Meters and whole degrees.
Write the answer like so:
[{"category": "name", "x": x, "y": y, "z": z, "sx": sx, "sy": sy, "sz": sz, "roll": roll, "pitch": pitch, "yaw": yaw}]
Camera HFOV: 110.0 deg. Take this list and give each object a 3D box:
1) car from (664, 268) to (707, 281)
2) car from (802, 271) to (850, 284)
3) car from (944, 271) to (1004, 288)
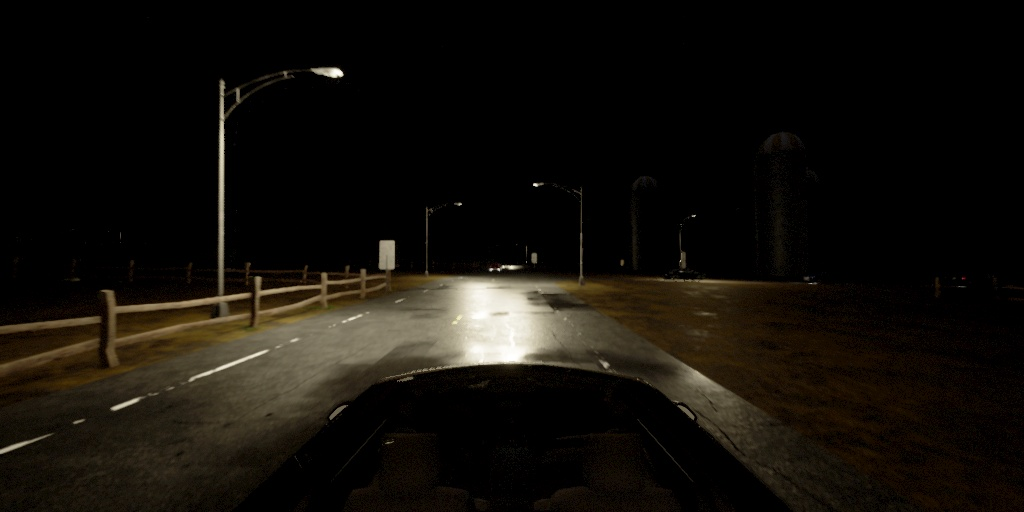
[{"category": "car", "x": 18.621, "y": 2.009, "z": 38.607, "sx": 4.181, "sy": 1.385, "sz": 1.994, "roll": 1, "pitch": -2, "yaw": 0}, {"category": "car", "x": 36.316, "y": 2.456, "z": 41.488, "sx": 4.674, "sy": 1.442, "sz": 1.812, "roll": 1, "pitch": -2, "yaw": 1}, {"category": "car", "x": 49.563, "y": 2.471, "z": 38.509, "sx": 4.553, "sy": 1.767, "sz": 2.097, "roll": 1, "pitch": -2, "yaw": 0}]
